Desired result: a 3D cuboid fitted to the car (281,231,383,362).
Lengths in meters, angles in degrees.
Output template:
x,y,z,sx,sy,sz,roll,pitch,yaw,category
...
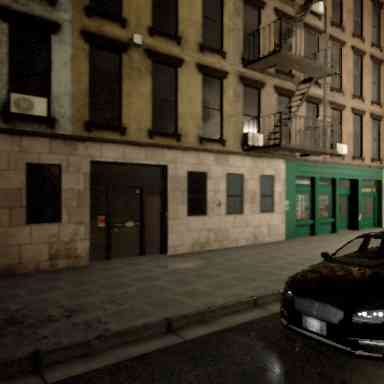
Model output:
x,y,z,sx,sy,sz,roll,pitch,yaw,category
3.606,1.493,5.829,4.902,1.511,2.128,0,0,-36,car
